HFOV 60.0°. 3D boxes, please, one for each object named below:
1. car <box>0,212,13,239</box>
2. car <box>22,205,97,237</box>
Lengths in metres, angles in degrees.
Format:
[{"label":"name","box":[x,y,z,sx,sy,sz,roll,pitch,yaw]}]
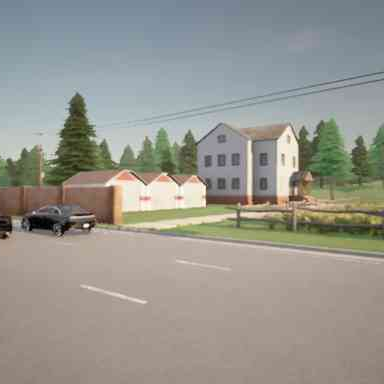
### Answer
[{"label":"car","box":[-10.459,1.402,15.748,5.008,1.535,1.882,0,0,36]},{"label":"car","box":[-7.146,1.422,17.682,4.902,1.511,2.128,0,0,36]}]
